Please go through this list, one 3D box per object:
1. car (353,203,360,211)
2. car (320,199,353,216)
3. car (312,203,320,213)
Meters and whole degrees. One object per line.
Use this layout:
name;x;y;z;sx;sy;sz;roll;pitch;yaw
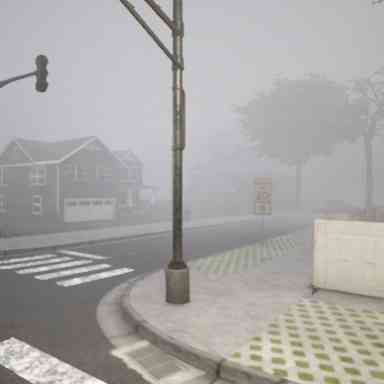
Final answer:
car;23.801;2.357;49.654;1.994;1.385;4.181;0;-1;34
car;17.840;1.884;40.816;2.150;2.045;5.566;0;-1;35
car;18.245;2.283;46.381;1.994;1.385;4.181;0;-1;34
